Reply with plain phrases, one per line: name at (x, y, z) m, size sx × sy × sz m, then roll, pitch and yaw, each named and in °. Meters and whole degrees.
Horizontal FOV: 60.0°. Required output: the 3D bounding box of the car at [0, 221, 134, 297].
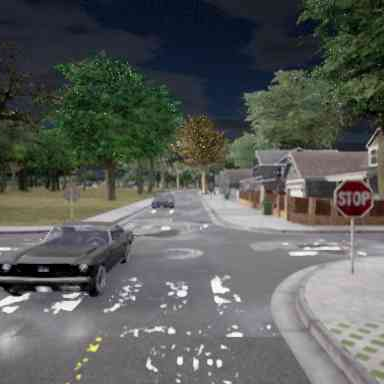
car at (-2.765, 1.462, 8.387) m, size 1.895 × 1.301 × 4.718 m, roll 0°, pitch 1°, yaw 0°

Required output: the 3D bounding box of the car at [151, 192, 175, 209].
car at (-2.813, 0.757, 33.320) m, size 2.097 × 1.767 × 4.553 m, roll 0°, pitch 1°, yaw 0°
